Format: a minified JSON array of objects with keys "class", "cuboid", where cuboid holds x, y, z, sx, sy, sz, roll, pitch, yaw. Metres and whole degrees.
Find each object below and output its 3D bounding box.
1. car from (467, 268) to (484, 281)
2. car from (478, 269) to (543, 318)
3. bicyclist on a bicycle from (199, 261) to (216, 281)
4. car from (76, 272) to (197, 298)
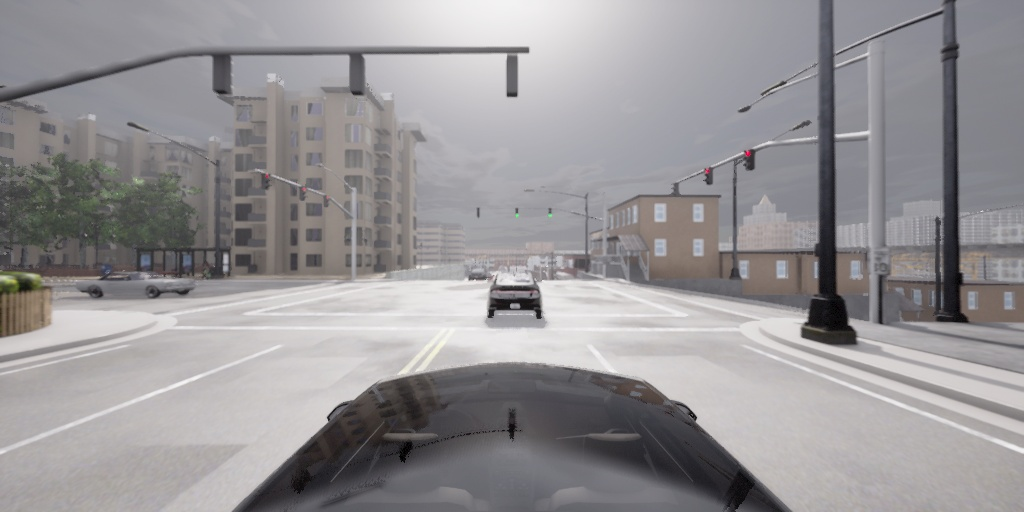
[{"class":"car","cuboid":[-3.599,2.035,38.759,1.812,1.442,4.674,0,-5,0]},{"class":"car","cuboid":[0.098,1.328,13.535,2.128,1.511,4.902,0,0,0]},{"class":"bicyclist on a bicycle","cuboid":[-25.299,1.251,29.851,0.582,1.620,1.656,0,0,1]},{"class":"car","cuboid":[-19.473,1.471,18.784,4.718,1.301,1.895,0,0,1]}]
